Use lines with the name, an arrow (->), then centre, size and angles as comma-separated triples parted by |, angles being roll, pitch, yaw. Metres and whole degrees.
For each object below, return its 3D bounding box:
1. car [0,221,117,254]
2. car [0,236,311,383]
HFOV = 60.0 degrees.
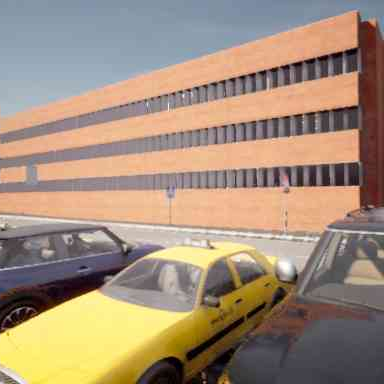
car -> -2.308, 1.392, 6.602 | 2.185, 1.767, 4.553 | 0, 0, 36
car -> -0.097, 1.495, 4.835 | 1.946, 1.575, 5.366 | 0, 0, 36
